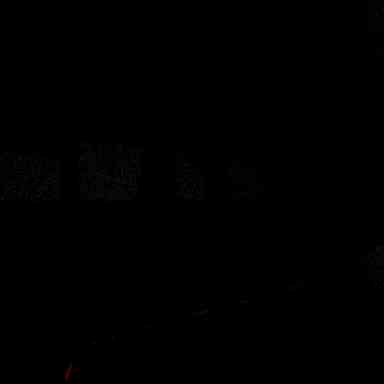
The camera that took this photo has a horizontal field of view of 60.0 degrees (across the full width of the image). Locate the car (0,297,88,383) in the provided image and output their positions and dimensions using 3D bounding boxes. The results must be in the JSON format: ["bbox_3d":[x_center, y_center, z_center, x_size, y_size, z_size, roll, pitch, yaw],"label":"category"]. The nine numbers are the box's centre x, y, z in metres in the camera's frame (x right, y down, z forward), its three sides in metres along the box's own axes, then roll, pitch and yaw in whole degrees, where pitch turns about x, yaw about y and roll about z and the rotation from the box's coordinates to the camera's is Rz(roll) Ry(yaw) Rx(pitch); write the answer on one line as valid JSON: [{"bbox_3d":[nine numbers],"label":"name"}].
[{"bbox_3d":[-3.159,1.481,1.770,5.008,1.535,1.882,0,0,-36],"label":"car"}]
